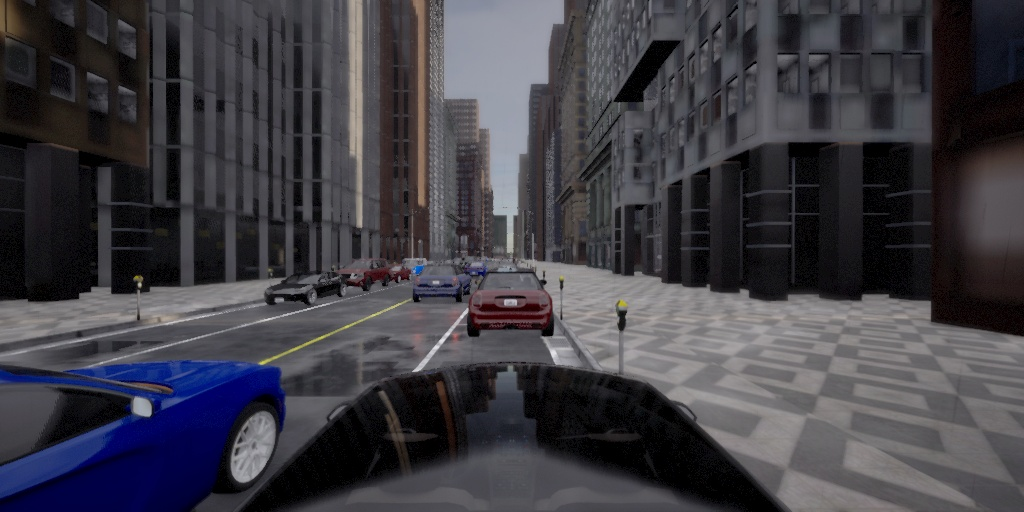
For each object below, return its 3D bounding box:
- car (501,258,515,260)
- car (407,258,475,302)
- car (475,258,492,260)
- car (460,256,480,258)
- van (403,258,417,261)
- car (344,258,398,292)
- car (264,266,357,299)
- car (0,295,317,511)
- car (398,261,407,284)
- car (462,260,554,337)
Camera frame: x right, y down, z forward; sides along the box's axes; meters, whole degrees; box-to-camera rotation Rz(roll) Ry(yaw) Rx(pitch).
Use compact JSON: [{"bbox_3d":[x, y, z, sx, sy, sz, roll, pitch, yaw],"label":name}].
[{"bbox_3d":[-0.383,1.188,27.203,1.967,1.591,4.097,0,0,0],"label":"car"},{"bbox_3d":[-3.145,1.116,16.959,2.097,1.767,4.553,0,0,0],"label":"car"},{"bbox_3d":[-3.145,1.234,31.989,1.882,1.535,5.008,0,0,0],"label":"car"},{"bbox_3d":[-6.145,1.076,50.958,2.150,2.045,5.566,0,0,0],"label":"car"},{"bbox_3d":[-8.908,1.089,32.830,1.690,1.789,3.998,0,0,0],"label":"van"},{"bbox_3d":[-8.908,1.063,21.556,2.192,1.841,5.009,0,0,0],"label":"car"},{"bbox_3d":[-8.908,1.314,15.920,1.948,1.339,4.313,0,0,0],"label":"car"},{"bbox_3d":[-3.145,1.227,1.501,1.882,1.535,5.008,0,0,0],"label":"car"},{"bbox_3d":[-8.908,1.293,27.194,1.888,1.381,4.507,0,0,0],"label":"car"},{"bbox_3d":[-0.032,1.101,10.470,2.097,1.767,4.553,0,0,0],"label":"car"}]
